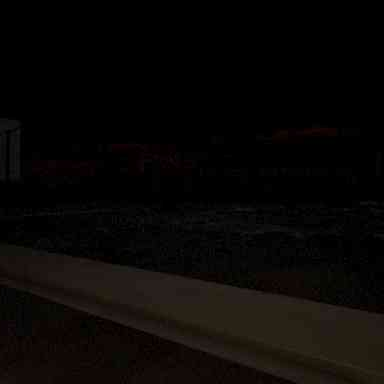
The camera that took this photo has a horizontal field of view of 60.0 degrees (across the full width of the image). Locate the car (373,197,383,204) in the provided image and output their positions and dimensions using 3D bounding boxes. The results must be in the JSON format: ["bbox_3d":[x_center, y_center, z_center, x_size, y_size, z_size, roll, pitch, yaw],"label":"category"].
[{"bbox_3d":[37.542,1.576,65.370,1.853,1.218,4.536,1,1,6],"label":"car"}]

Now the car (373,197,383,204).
[{"bbox_3d":[37.535,1.734,65.320,2.038,1.542,4.974,1,1,6],"label":"car"}]
